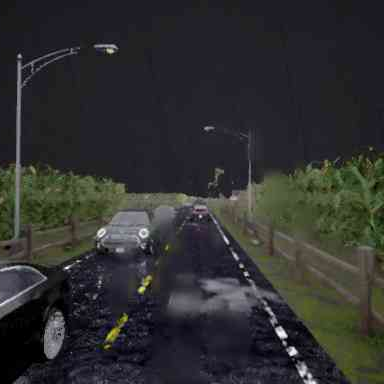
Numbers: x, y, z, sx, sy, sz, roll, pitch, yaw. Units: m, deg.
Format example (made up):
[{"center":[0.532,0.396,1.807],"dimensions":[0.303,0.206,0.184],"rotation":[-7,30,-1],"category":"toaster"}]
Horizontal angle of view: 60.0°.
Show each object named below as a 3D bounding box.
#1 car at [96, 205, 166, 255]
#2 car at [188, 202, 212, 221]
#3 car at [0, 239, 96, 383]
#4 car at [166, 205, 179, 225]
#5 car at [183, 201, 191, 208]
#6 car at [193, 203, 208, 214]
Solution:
[{"center":[-2.516,1.541,14.192],"dimensions":[2.097,1.767,4.553],"rotation":[0,-1,2],"category":"car"},{"center":[0.858,1.990,32.388],"dimensions":[1.837,1.490,4.892],"rotation":[0,-1,2],"category":"car"},{"center":[-2.803,1.520,3.184],"dimensions":[2.128,1.511,4.902],"rotation":[0,-1,1],"category":"car"},{"center":[-2.143,1.894,27.546],"dimensions":[1.837,1.490,4.892],"rotation":[0,-1,2],"category":"car"},{"center":[-0.959,2.609,70.448],"dimensions":[1.895,1.301,4.718],"rotation":[0,-1,1],"category":"car"},{"center":[1.216,2.267,46.282],"dimensions":[1.994,1.385,4.181],"rotation":[0,-1,1],"category":"car"}]
